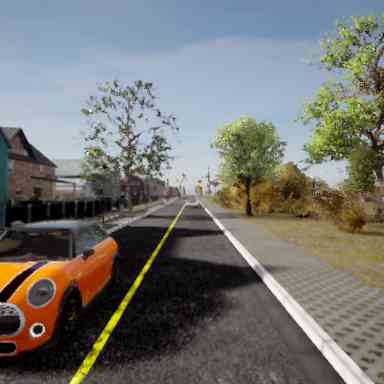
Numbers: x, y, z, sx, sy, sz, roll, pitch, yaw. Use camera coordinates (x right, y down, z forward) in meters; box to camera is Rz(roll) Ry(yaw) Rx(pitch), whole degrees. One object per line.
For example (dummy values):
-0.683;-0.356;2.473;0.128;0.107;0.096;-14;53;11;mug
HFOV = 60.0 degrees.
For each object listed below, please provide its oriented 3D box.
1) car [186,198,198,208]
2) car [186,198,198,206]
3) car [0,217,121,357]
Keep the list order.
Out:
-0.011;1.800;50.712;1.895;1.301;4.718;0;0;0;car
-0.013;1.787;60.705;2.033;1.411;5.357;0;0;0;car
-2.834;1.377;6.412;2.097;1.767;4.553;0;0;0;car
